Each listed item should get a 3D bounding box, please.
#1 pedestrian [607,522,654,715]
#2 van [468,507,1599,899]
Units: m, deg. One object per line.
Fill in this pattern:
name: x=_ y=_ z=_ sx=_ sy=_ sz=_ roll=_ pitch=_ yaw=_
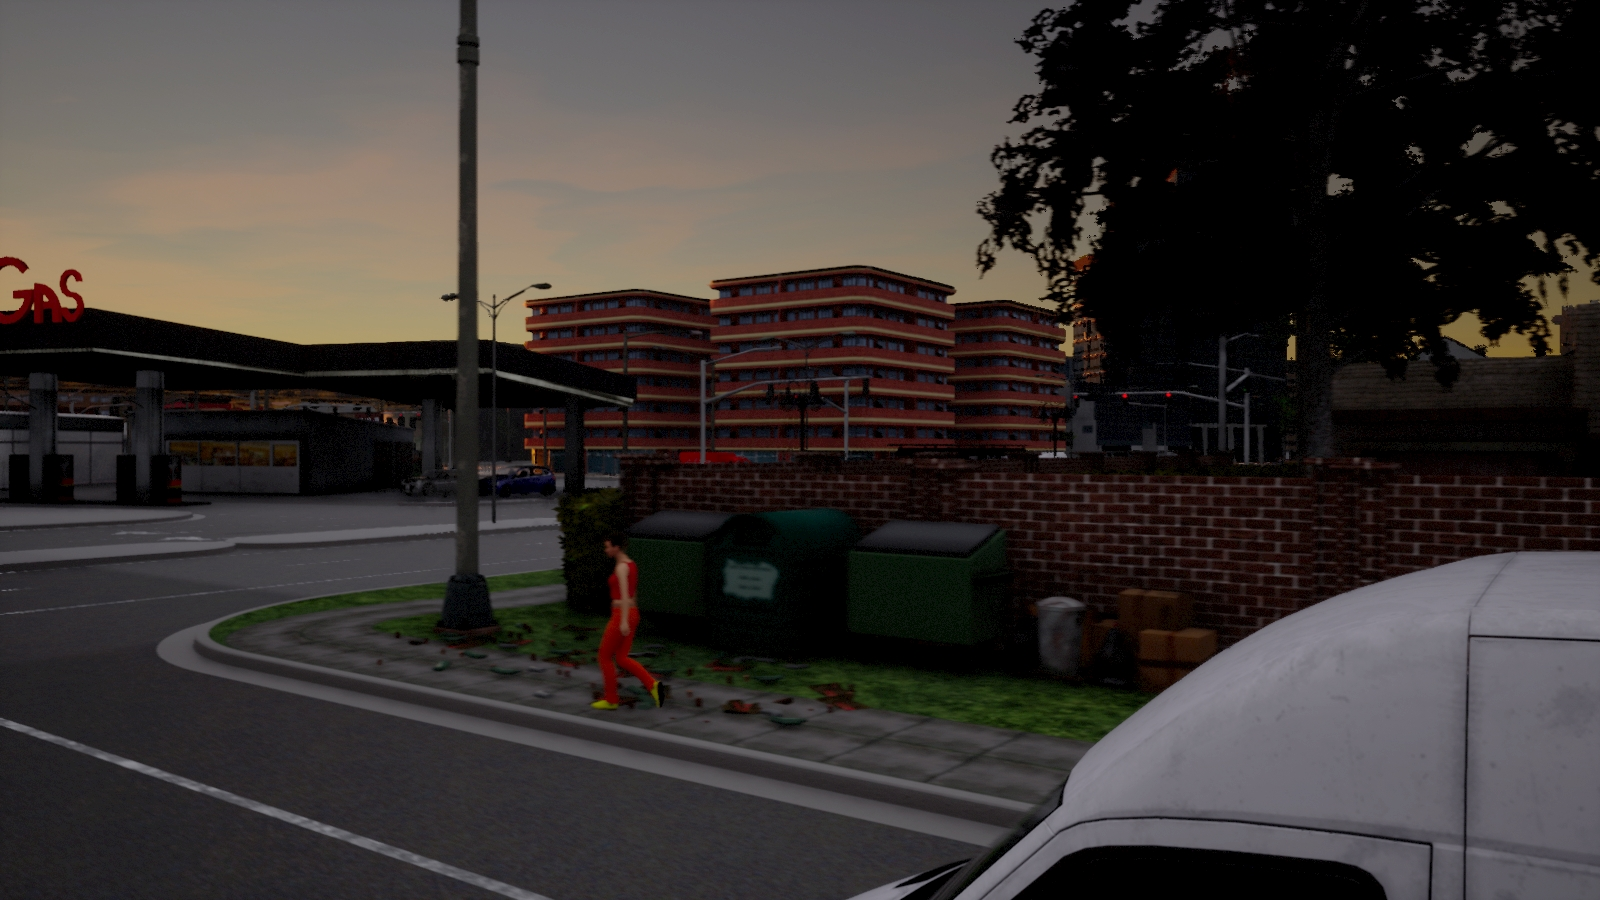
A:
pedestrian: x=-1.693 y=1.667 z=11.429 sx=0.375 sy=1.860 sz=0.375 roll=0 pitch=0 yaw=8
van: x=2.057 y=1.525 z=2.339 sx=5.915 sy=2.561 sz=1.988 roll=0 pitch=0 yaw=35
